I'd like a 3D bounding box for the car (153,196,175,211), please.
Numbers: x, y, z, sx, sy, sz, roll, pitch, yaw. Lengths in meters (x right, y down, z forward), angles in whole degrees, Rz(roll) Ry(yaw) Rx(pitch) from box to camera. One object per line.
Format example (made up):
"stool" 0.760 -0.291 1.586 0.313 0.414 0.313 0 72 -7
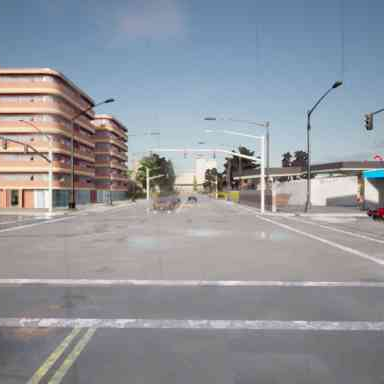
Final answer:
"car" -3.544 1.351 40.958 2.097 1.767 4.553 0 0 0

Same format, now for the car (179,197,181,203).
"car" -3.499 1.505 60.816 1.837 1.490 4.892 0 0 0

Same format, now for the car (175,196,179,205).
"car" -3.532 1.601 51.175 1.895 1.301 4.718 0 0 0

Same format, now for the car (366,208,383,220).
"car" 16.564 1.601 26.430 4.718 1.301 1.895 0 0 1

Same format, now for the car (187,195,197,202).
"car" 0.077 1.339 70.824 1.812 1.442 4.674 0 0 0

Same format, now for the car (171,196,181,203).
"car" -3.423 1.595 70.779 1.895 1.301 4.718 0 0 0
